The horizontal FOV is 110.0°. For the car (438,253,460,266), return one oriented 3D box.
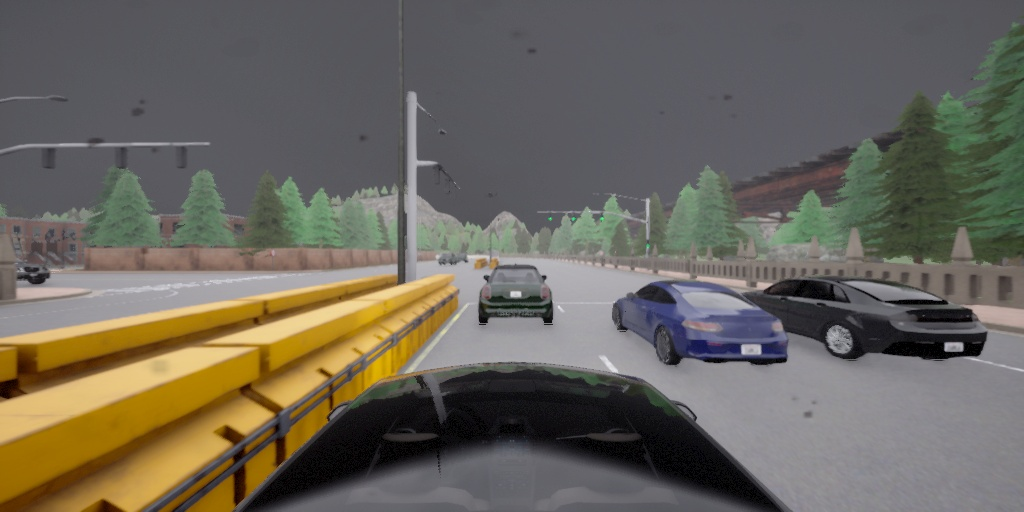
[{"bbox_3d":[-10.511,0.545,58.716,2.150,2.045,5.566,0,1,1],"label":"car"}]

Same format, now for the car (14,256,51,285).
[{"bbox_3d":[-32.051,0.818,21.966,5.566,2.045,2.150,0,0,0],"label":"car"}]

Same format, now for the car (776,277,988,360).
[{"bbox_3d":[7.104,1.207,8.187,1.837,1.490,4.892,0,0,0],"label":"car"}]

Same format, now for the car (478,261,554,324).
[{"bbox_3d":[0.106,1.027,11.708,2.097,1.767,4.553,0,0,0],"label":"car"}]

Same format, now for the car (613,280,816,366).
[{"bbox_3d":[3.604,1.232,7.704,1.812,1.442,4.674,0,0,0],"label":"car"}]
